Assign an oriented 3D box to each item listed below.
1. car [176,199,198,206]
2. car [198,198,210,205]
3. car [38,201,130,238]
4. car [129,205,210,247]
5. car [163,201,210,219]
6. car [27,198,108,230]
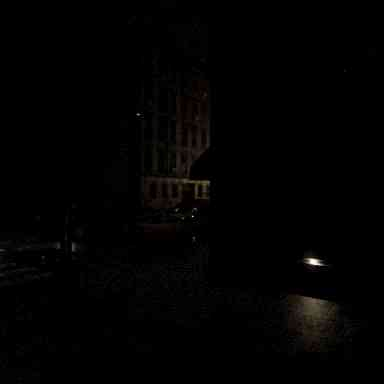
[{"bbox_3d":[0.613,1.322,25.992,2.097,1.767,4.553,0,0,35],"label":"car"},{"bbox_3d":[2.833,1.314,19.662,2.192,1.841,5.009,0,0,36],"label":"car"},{"bbox_3d":[-5.222,1.457,17.823,1.882,1.535,5.008,0,0,34],"label":"car"},{"bbox_3d":[-0.371,1.530,15.180,1.752,1.417,4.829,0,0,36],"label":"car"},{"bbox_3d":[-0.394,1.522,28.956,1.947,1.339,4.313,0,0,36],"label":"car"},{"bbox_3d":[-6.994,1.282,19.714,2.192,1.841,5.009,0,0,36],"label":"car"}]
